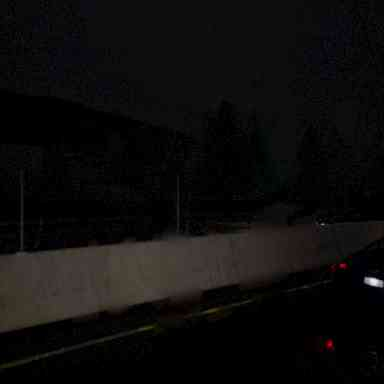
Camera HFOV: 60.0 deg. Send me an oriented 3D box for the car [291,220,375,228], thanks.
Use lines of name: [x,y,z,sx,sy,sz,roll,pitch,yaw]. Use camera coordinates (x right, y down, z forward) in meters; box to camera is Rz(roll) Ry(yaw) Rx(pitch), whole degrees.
car: [7.442,1.481,16.815,4.902,1.511,2.128,0,0,-29]

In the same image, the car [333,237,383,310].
car: [4.902,1.559,6.954,4.181,1.385,1.994,0,0,-32]
